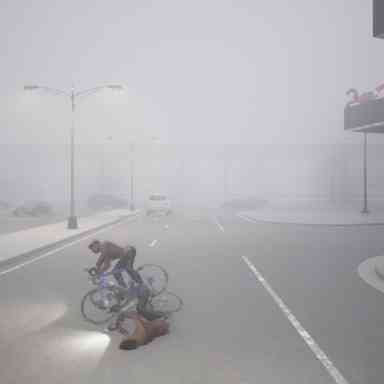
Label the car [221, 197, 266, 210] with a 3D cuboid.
[{"bbox_3d":[6.412,1.552,43.064,5.357,1.411,2.033,0,0,1],"label":"car"}]

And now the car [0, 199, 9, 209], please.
[{"bbox_3d":[-28.237,1.605,46.052,4.718,1.301,1.895,0,0,1],"label":"car"}]

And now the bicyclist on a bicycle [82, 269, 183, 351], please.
[{"bbox_3d":[-0.884,2.035,5.493,1.656,0.582,1.620,8,14,-13],"label":"bicyclist on a bicycle"}]

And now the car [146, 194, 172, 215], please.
[{"bbox_3d":[-3.248,1.225,33.516,2.150,2.045,5.566,0,0,0],"label":"car"}]

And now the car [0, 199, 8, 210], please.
[{"bbox_3d":[-25.376,1.509,42.527,4.892,1.490,1.837,0,0,1],"label":"car"}]

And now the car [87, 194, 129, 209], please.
[{"bbox_3d":[-11.597,1.228,45.909,5.566,2.045,2.150,0,0,0],"label":"car"}]

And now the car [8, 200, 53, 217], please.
[{"bbox_3d":[-14.723,1.529,31.050,1.812,1.442,4.674,0,0,3],"label":"car"}]

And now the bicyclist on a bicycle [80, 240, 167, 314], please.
[{"bbox_3d":[-1.422,1.494,6.265,1.656,1.620,0.582,-22,-35,-20],"label":"bicyclist on a bicycle"}]

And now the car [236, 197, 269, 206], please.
[{"bbox_3d":[10.329,1.553,56.902,5.357,1.411,2.033,0,0,-19],"label":"car"}]

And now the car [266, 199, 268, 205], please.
[{"bbox_3d":[9.334,1.483,52.432,5.008,1.535,1.882,0,1,4],"label":"car"}]
